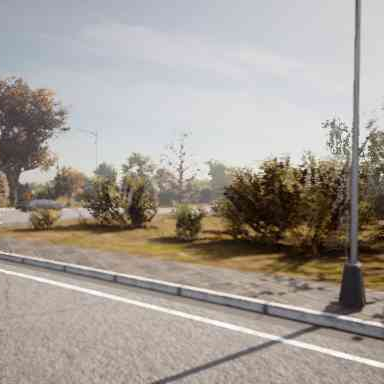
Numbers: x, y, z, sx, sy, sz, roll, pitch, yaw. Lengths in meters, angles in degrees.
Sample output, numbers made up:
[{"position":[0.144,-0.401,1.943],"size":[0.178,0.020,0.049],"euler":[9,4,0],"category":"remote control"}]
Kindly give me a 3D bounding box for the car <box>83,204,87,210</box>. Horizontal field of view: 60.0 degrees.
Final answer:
[{"position":[-14.864,2.049,51.914],"size":[1.882,1.535,5.008],"euler":[1,-2,20],"category":"car"}]

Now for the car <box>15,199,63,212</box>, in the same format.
[{"position":[-16.712,1.517,36.715],"size":[2.033,1.411,5.357],"euler":[1,-2,20],"category":"car"}]
